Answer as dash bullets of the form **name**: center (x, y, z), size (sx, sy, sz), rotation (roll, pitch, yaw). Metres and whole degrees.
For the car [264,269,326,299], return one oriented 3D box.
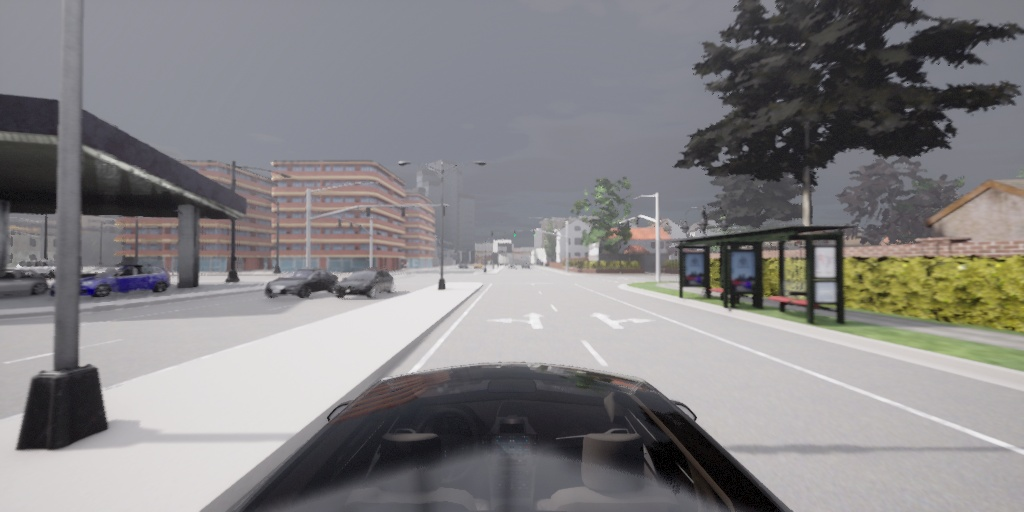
- **car**: center (-11.527, 1.499, 20.032), size (2.128, 1.511, 4.902), rotation (0, -1, 0)

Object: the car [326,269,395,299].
- **car**: center (-8.027, 1.513, 20.006), size (1.837, 1.490, 4.892), rotation (0, -1, 0)

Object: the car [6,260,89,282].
- **car**: center (-50.372, 1.499, 38.965), size (5.566, 2.045, 2.150), rotation (0, -1, 0)
